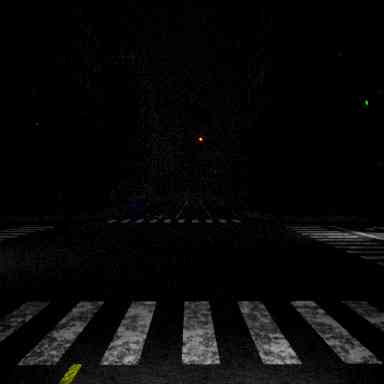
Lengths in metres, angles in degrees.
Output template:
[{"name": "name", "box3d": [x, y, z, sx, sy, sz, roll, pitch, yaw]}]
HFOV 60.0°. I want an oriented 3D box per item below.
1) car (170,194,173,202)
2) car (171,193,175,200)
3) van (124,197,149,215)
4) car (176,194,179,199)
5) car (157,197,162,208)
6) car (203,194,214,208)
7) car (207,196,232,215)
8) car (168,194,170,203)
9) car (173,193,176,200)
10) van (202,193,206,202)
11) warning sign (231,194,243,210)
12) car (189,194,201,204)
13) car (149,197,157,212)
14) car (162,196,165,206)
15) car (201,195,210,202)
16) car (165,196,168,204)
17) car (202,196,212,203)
[{"name": "car", "box3d": [-5.502, 1.567, 67.404, 1.947, 1.339, 4.313, 0, 0, 0]}, {"name": "car", "box3d": [-5.472, 1.544, 73.072, 1.887, 1.381, 4.507, 0, 0, 0]}, {"name": "van", "box3d": [-5.684, 1.343, 33.395, 1.690, 1.788, 3.998, 0, 0, 0]}, {"name": "car", "box3d": [-5.381, 1.307, 90.078, 2.192, 1.841, 5.009, 0, 0, 0]}, {"name": "car", "box3d": [-5.623, 1.569, 44.732, 1.947, 1.339, 4.313, 0, 0, 0]}, {"name": "car", "box3d": [2.902, 1.443, 44.690, 1.967, 1.590, 4.097, 0, 0, 0]}, {"name": "car", "box3d": [2.842, 1.442, 33.352, 1.967, 1.590, 4.097, 0, 0, 0]}, {"name": "car", "box3d": [-5.533, 1.527, 61.566, 1.752, 1.417, 4.829, 0, 0, 0]}, {"name": "car", "box3d": [-5.442, 1.522, 78.571, 1.752, 1.417, 4.829, 0, 0, 0]}, {"name": "van", "box3d": [2.963, 1.344, 56.028, 1.690, 1.788, 3.998, 0, 0, 0]}, {"name": "warning sign", "box3d": [5.275, 1.118, 39.333, 1.300, 1.860, 1.060, 0, 0, 0]}, {"name": "car", "box3d": [0.338, 1.566, 63.725, 1.994, 1.385, 4.181, 0, 0, 0]}, {"name": "car", "box3d": [-5.654, 1.443, 39.064, 1.967, 1.590, 4.097, 0, 0, 0]}, {"name": "car", "box3d": [-5.593, 1.585, 50.400, 1.802, 1.307, 4.206, 0, 0, 0]}, {"name": "car", "box3d": [3.084, 1.437, 78.706, 1.967, 1.590, 4.097, 0, 0, 0]}, {"name": "car", "box3d": [-5.563, 1.569, 56.068, 1.947, 1.339, 4.313, 0, 0, 0]}, {"name": "car", "box3d": [3.024, 1.552, 67.367, 2.008, 1.369, 4.403, 0, 0, 0]}]
